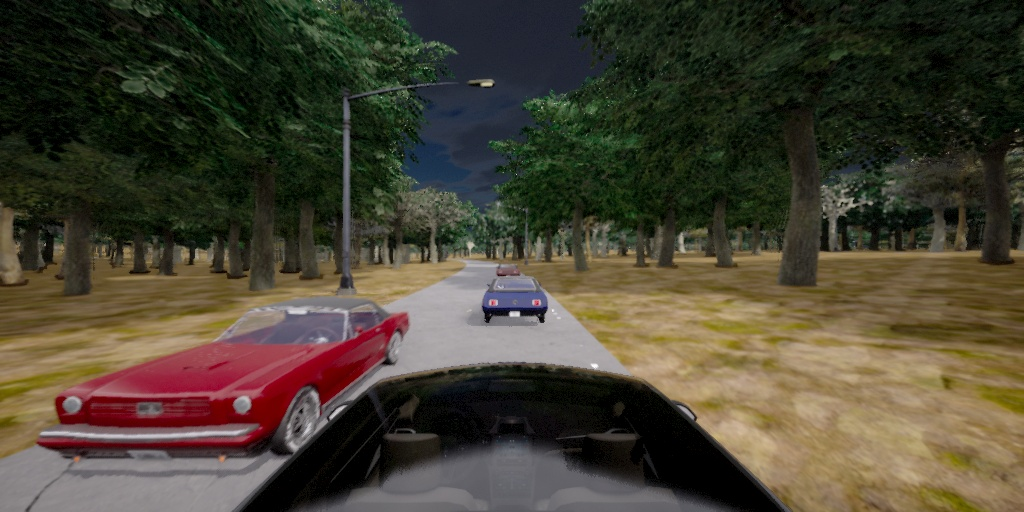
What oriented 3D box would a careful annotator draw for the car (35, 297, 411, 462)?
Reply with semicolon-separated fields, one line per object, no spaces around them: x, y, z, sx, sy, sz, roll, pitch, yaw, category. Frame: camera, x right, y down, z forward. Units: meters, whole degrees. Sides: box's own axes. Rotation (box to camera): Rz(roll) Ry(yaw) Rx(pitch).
-3.020;1.342;5.185;1.895;1.301;4.718;0;0;0;car

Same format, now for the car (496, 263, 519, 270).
-0.416;1.262;30.019;1.895;1.301;4.718;0;0;-3;car

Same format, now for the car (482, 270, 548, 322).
0.067;1.323;12.187;1.895;1.301;4.718;0;0;0;car
